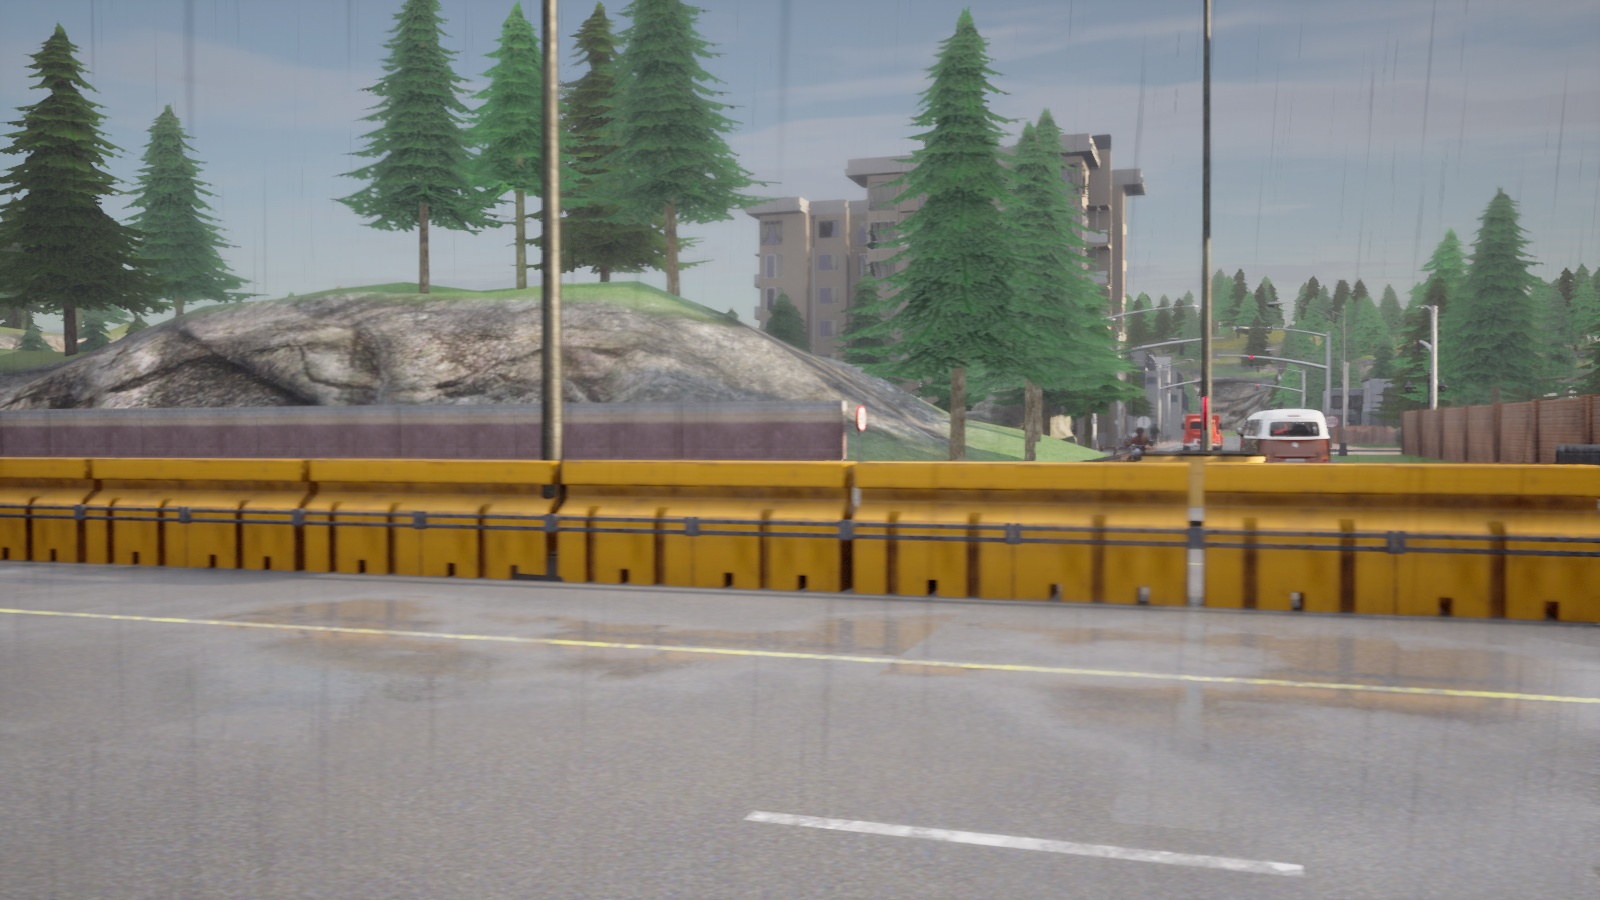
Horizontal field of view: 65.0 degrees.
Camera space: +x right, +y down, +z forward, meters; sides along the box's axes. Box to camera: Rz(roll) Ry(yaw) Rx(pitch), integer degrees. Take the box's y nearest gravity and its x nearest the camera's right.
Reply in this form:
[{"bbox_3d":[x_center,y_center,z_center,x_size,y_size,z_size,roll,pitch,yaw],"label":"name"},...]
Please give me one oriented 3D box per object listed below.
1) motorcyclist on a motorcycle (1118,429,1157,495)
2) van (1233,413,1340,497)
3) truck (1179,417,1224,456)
[{"bbox_3d":[8.852,0.276,32.904,0.766,1.649,2.350,0,2,21],"label":"motorcyclist on a motorcycle"},{"bbox_3d":[12.609,0.060,32.814,2.069,2.038,4.480,0,1,14],"label":"van"},{"bbox_3d":[26.492,-0.906,82.669,2.627,2.467,5.204,1,1,19],"label":"truck"}]
